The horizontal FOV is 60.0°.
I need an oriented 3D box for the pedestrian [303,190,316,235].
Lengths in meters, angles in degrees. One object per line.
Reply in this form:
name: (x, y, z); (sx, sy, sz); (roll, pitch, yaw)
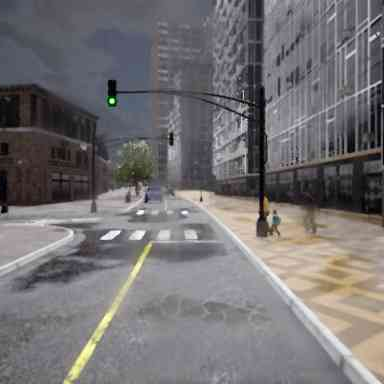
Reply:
pedestrian: (4.913, 0.846, 13.837); (0.375, 1.860, 0.375); (1, 0, -2)

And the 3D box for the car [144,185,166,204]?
car: (-4.631, 0.310, 40.694); (2.150, 2.045, 5.566); (0, 1, -5)

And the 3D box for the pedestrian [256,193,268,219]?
pedestrian: (3.072, 0.821, 14.385); (0.375, 1.860, 0.375); (1, 0, -2)

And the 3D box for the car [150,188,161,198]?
car: (-6.266, 0.190, 57.276); (1.882, 1.535, 5.008); (0, 1, -6)

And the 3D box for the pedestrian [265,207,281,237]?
pedestrian: (3.327, 1.228, 13.166); (0.500, 1.100, 0.500); (1, 0, -2)

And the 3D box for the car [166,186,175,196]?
car: (-4.317, 0.061, 64.386); (1.837, 1.490, 4.892); (0, 1, -8)
